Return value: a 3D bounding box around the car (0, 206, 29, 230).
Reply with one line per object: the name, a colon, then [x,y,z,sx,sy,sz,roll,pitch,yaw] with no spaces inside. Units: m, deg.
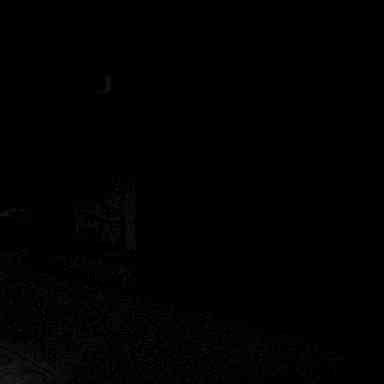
car: [-11.555,1.632,22.091,1.752,1.417,4.829,-1,0,36]
